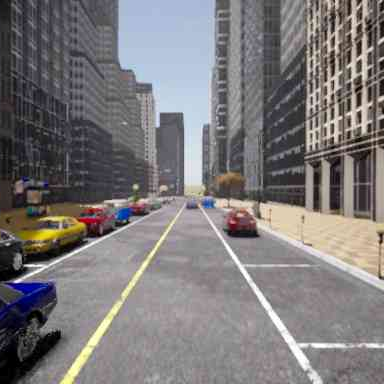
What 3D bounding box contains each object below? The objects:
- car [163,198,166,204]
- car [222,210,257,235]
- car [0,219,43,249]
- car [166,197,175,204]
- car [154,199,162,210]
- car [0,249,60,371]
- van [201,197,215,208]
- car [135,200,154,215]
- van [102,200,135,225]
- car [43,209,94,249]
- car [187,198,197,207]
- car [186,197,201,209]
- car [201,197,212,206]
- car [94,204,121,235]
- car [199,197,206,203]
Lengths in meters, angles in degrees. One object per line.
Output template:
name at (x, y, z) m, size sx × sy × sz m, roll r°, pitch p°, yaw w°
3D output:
car at (-5.686, 1.885, 53.074) m, size 2.008 × 1.369 × 4.403 m, roll -1°, pitch 0°, yaw 0°
car at (2.685, 1.697, 19.322) m, size 1.802 × 1.307 × 4.206 m, roll -1°, pitch 0°, yaw 0°
car at (-5.699, 1.599, 8.074) m, size 2.008 × 1.369 × 4.403 m, roll -1°, pitch 0°, yaw 0°
car at (-5.679, 2.044, 75.573) m, size 2.008 × 1.369 × 4.403 m, roll -1°, pitch 0°, yaw 0°
car at (-5.687, 1.847, 47.449) m, size 2.008 × 1.369 × 4.403 m, roll -1°, pitch 0°, yaw 0°
car at (-3.079, 1.620, 3.098) m, size 1.895 × 1.301 × 4.718 m, roll 0°, pitch 0°, yaw 0°
van at (2.690, 1.675, 53.073) m, size 1.690 × 1.788 × 3.998 m, roll -1°, pitch 0°, yaw 0°
car at (-5.691, 1.767, 36.198) m, size 1.887 × 1.381 × 4.507 m, roll -1°, pitch 0°, yaw 0°
van at (-5.697, 1.492, 24.950) m, size 1.690 × 1.788 × 3.998 m, roll -1°, pitch 0°, yaw 0°
car at (-5.698, 1.606, 13.530) m, size 1.752 × 1.417 × 4.829 m, roll -1°, pitch 0°, yaw 0°
car at (0.019, 1.926, 62.558) m, size 1.812 × 1.442 × 4.674 m, roll 0°, pitch 0°, yaw 0°
car at (0.016, 1.874, 51.931) m, size 2.033 × 1.411 × 5.357 m, roll 0°, pitch 0°, yaw 0°
car at (2.695, 1.853, 64.322) m, size 1.967 × 1.590 × 4.097 m, roll -1°, pitch 0°, yaw 0°
car at (-5.695, 1.661, 19.324) m, size 1.887 × 1.381 × 4.507 m, roll -1°, pitch 0°, yaw 0°
car at (2.704, 2.101, 86.991) m, size 1.752 × 1.417 × 4.829 m, roll -1°, pitch 0°, yaw 0°
